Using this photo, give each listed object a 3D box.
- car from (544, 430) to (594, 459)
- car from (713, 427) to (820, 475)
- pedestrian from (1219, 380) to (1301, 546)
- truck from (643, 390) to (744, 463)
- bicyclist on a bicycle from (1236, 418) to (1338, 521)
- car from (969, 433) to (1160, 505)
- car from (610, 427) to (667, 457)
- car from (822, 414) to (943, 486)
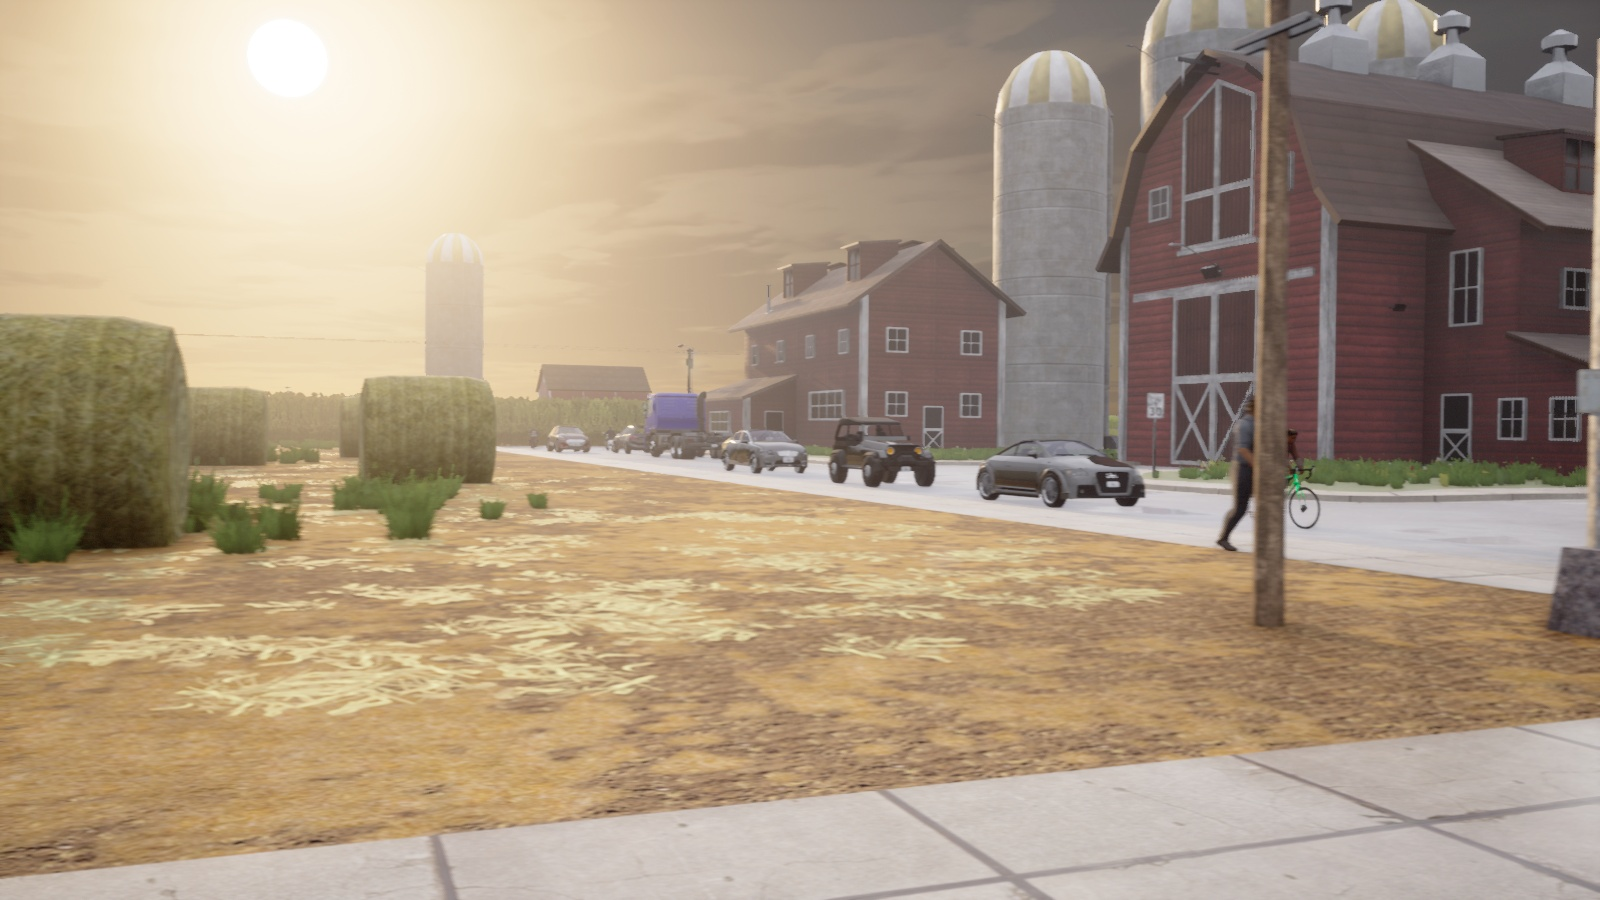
[{"bbox_3d":[-13.902,-0.375,75.371,2.033,1.649,4.856,-1,1,-22],"label":"car"},{"bbox_3d":[-1.236,0.013,43.709,2.128,1.511,4.902,-2,1,-22],"label":"car"},{"bbox_3d":[5.272,0.142,14.404,0.540,1.848,0.694,-1,1,-34],"label":"pedestrian"},{"bbox_3d":[-5.552,-1.190,63.871,2.891,3.462,7.936,-1,1,-22],"label":"truck"},{"bbox_3d":[7.991,0.293,20.669,0.582,1.620,1.656,-2,1,-22],"label":"bicyclist on a bicycle"},{"bbox_3d":[5.531,0.339,26.822,1.994,1.385,4.181,-1,1,-22],"label":"car"},{"bbox_3d":[-9.521,-0.482,73.820,2.242,1.667,4.611,-1,1,-22],"label":"car"},{"bbox_3d":[2.235,-0.027,35.048,1.905,1.878,3.866,-1,1,-21],"label":"car"}]
